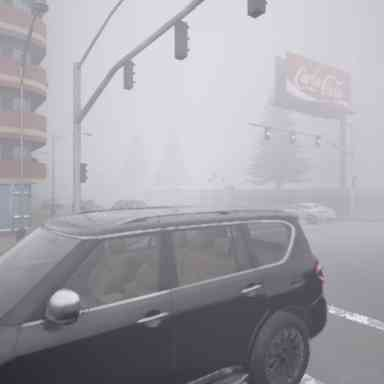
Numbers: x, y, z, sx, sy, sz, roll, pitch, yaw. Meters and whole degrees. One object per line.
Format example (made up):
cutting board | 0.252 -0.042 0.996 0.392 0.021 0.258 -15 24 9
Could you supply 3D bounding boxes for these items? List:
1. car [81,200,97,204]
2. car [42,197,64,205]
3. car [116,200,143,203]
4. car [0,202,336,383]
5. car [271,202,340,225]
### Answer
car | -10.161 1.489 32.139 2.128 1.511 4.902 0 0 -36
car | -17.920 1.476 42.890 1.882 1.535 5.008 0 0 -36
car | -4.234 1.350 23.949 2.097 1.767 4.553 0 0 -36
car | -0.832 1.220 3.587 5.566 2.045 2.150 0 0 -36
car | 8.319 1.522 24.858 1.812 1.442 4.674 0 0 -36
